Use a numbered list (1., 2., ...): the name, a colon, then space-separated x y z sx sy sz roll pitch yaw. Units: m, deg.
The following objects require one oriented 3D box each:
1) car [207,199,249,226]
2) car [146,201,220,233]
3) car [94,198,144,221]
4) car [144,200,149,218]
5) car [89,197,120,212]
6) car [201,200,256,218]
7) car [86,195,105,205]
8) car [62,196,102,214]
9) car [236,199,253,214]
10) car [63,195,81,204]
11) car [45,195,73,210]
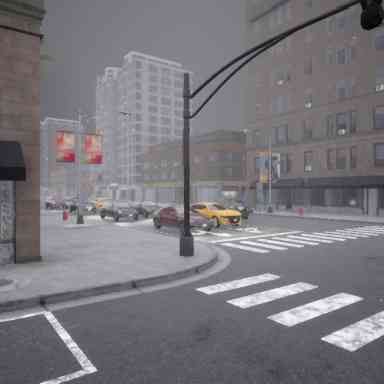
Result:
1. car: 1.233 1.451 22.475 1.882 1.535 5.008 0 0 -35
2. car: -0.679 1.505 19.589 1.812 1.442 4.674 0 0 -35
3. car: -5.997 1.491 26.964 1.812 1.442 4.674 0 0 -36
4. car: -4.208 1.485 30.040 1.812 1.442 4.674 0 0 -36
5. car: -10.142 1.422 38.263 1.882 1.535 5.008 0 0 -36
6. car: 3.275 1.503 31.095 2.033 1.411 5.357 0 0 -36
7. car: -17.411 1.409 59.769 1.837 1.490 4.892 0 0 -36
8. car: -11.440 1.443 34.500 2.128 1.511 4.902 0 0 -36
9. car: 2.423 1.316 26.724 2.097 1.767 4.553 0 0 -36
10. car: -21.710 1.407 60.181 1.837 1.490 4.892 0 0 -36
11. car: -17.434 1.289 42.866 2.097 1.767 4.553 0 0 -35
